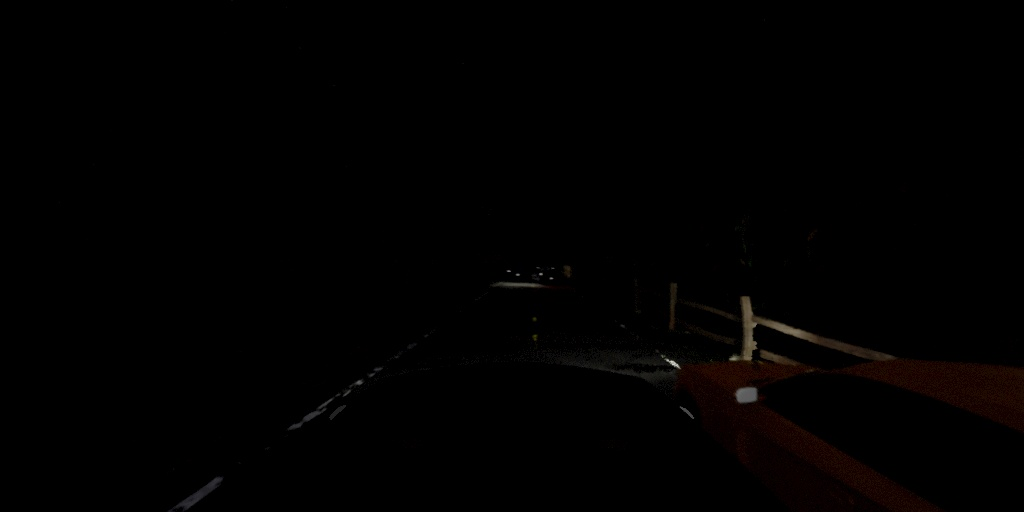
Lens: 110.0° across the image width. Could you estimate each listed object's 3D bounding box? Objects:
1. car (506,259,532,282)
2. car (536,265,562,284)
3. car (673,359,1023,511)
[{"bbox_3d":[0.660,1.312,34.171,2.150,2.045,5.566,1,-1,3],"label":"car"},{"bbox_3d":[3.344,1.628,31.460,2.128,1.511,4.902,1,0,3],"label":"car"},{"bbox_3d":[2.504,1.294,1.758,1.882,1.535,5.008,1,-1,3],"label":"car"}]
